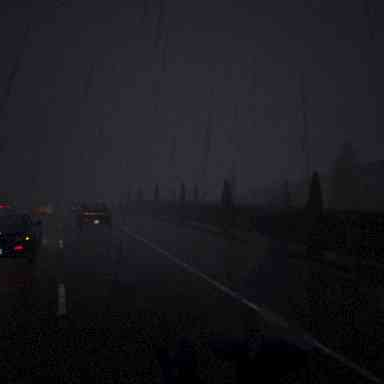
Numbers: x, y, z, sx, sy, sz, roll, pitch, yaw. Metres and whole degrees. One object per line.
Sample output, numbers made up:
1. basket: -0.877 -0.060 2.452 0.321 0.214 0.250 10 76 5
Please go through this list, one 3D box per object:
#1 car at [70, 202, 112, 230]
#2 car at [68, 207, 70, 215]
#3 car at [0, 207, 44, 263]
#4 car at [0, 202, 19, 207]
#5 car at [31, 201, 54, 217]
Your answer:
1. car: -6.180 1.402 20.675 2.128 1.511 4.902 0 0 -22
2. car: -12.425 1.850 36.379 2.033 1.411 5.357 0 -4 -22
3. car: -6.199 1.456 11.250 1.812 1.442 4.674 0 0 -22
4. car: -19.098 1.778 34.224 2.128 1.511 4.902 0 -4 -22
5. car: -14.650 1.616 32.511 1.882 1.535 5.008 0 -3 -22
